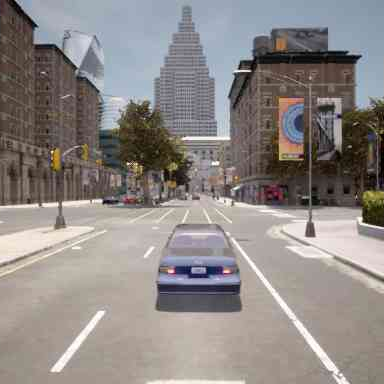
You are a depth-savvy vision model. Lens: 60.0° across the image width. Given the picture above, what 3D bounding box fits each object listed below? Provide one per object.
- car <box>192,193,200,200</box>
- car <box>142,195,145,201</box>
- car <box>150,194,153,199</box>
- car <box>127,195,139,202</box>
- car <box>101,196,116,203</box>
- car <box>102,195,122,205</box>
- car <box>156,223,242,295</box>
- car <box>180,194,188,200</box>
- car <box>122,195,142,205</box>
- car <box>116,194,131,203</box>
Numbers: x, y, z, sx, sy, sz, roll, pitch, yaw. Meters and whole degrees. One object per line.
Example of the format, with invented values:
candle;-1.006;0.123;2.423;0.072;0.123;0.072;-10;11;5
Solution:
car;1.118;1.350;89.961;2.097;1.767;4.553;0;0;1
car;-10.640;1.500;69.600;1.837;1.490;4.892;0;0;1
car;-10.514;1.355;79.588;2.097;1.767;4.553;0;0;1
car;-14.023;1.478;78.828;1.882;1.535;5.008;0;0;1
car;-17.387;1.595;69.776;1.895;1.301;4.718;0;0;1
car;-14.351;1.601;58.622;1.895;1.301;4.718;0;0;1
car;0.171;1.547;8.882;2.033;1.411;5.357;0;0;1
car;-2.386;1.540;89.603;2.033;1.411;5.357;0;0;1
car;-10.832;1.478;59.804;1.882;1.535;5.008;0;0;1
car;-14.151;1.355;68.729;2.097;1.767;4.553;0;0;1
